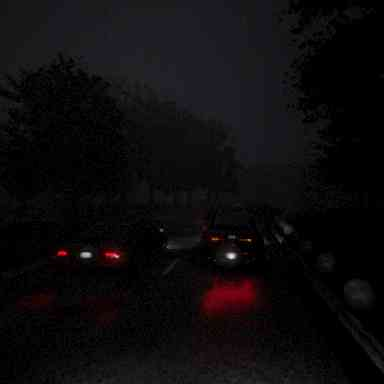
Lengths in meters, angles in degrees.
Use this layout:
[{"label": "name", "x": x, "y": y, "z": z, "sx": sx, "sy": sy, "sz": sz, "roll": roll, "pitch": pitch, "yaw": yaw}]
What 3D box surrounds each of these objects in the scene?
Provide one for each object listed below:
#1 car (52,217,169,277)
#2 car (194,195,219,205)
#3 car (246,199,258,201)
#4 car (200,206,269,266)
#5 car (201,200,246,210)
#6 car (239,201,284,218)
[{"label": "car", "x": -2.078, "y": 1.479, "z": 10.074, "sx": 2.033, "sy": 1.411, "sz": 5.357, "roll": 0, "pitch": 0, "yaw": 8}, {"label": "car", "x": 3.350, "y": 1.860, "z": 63.561, "sx": 4.902, "sy": 1.511, "sz": 2.128, "roll": 0, "pitch": -1, "yaw": 29}, {"label": "car", "x": 10.652, "y": 1.948, "z": 61.398, "sx": 1.994, "sy": 1.385, "sz": 4.181, "roll": 1, "pitch": -1, "yaw": -41}, {"label": "car", "x": 1.388, "y": 1.445, "z": 11.345, "sx": 1.837, "sy": 1.490, "sz": 4.892, "roll": 0, "pitch": 1, "yaw": 8}, {"label": "car", "x": 2.846, "y": 1.617, "z": 28.271, "sx": 1.895, "sy": 1.301, "sz": 4.718, "roll": 0, "pitch": -1, "yaw": 29}, {"label": "car", "x": 6.008, "y": 1.628, "z": 27.705, "sx": 1.895, "sy": 1.301, "sz": 4.718, "roll": 0, "pitch": -1, "yaw": 35}]
